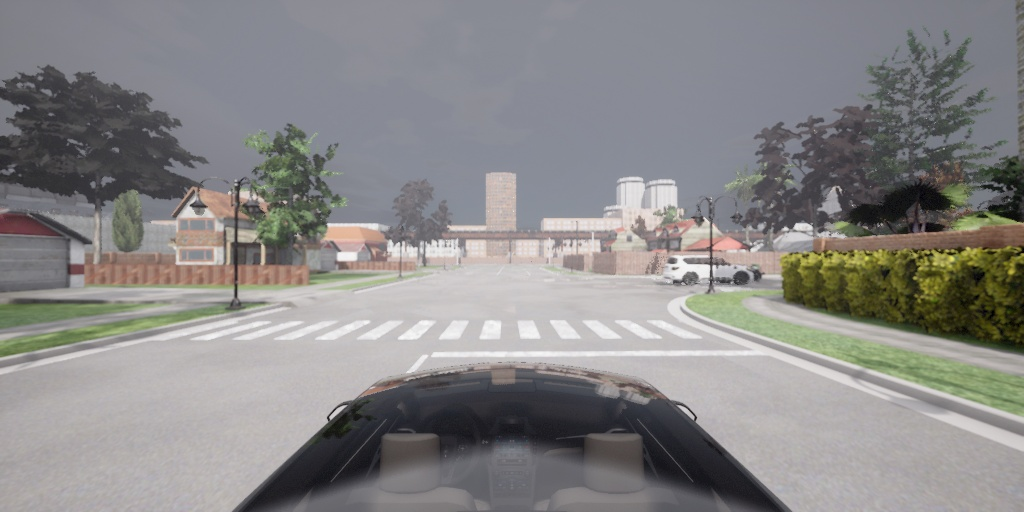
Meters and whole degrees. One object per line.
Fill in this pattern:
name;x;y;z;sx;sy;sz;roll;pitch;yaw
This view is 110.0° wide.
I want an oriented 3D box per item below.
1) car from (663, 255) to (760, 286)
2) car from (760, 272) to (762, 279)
car;13.376;0.979;24.689;5.566;2.045;2.150;-1;0;2
car;17.151;1.315;28.188;4.181;1.385;1.994;0;0;0
